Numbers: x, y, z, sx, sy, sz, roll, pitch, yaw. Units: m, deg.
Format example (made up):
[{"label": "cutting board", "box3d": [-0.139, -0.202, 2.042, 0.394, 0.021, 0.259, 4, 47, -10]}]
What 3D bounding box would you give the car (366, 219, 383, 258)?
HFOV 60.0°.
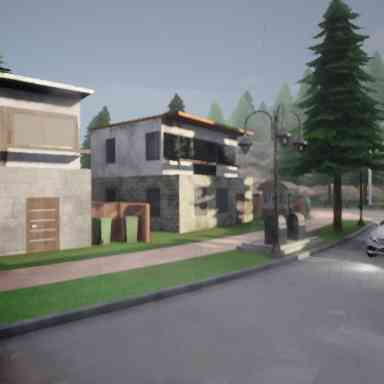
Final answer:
[{"label": "car", "box3d": [7.582, 1.446, 11.648, 1.812, 1.442, 4.674, 0, 0, 41]}]
